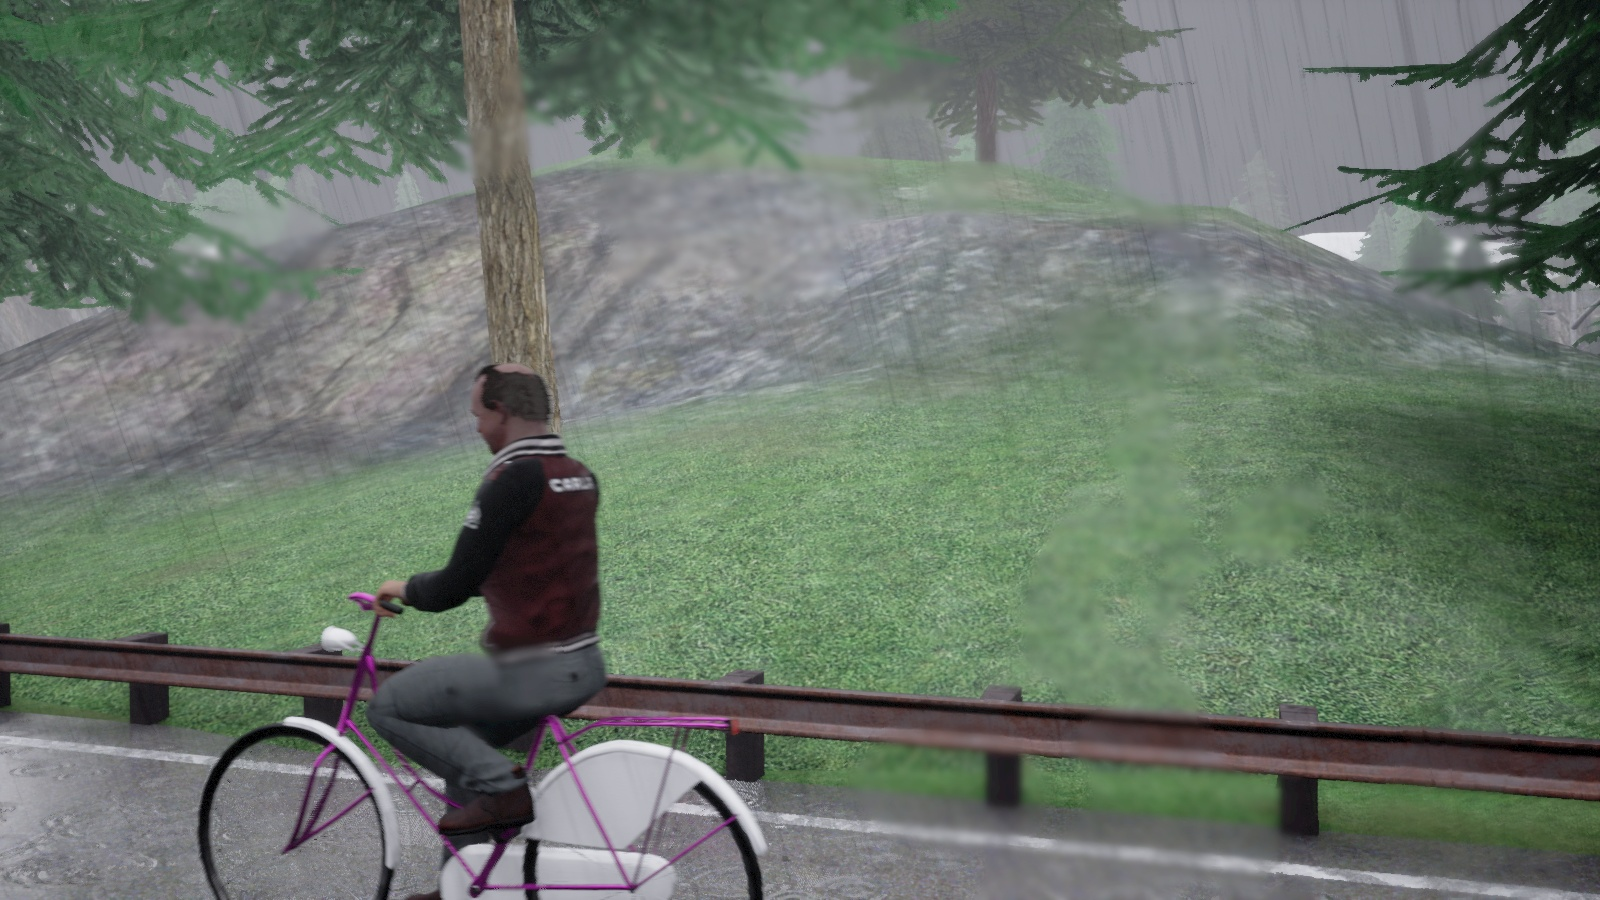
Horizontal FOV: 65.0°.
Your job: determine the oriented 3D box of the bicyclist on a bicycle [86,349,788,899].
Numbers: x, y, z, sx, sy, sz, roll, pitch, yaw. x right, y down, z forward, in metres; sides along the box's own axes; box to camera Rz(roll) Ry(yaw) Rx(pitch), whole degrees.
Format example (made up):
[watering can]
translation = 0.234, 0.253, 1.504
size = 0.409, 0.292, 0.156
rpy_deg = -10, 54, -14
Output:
[bicyclist on a bicycle]
translation = -1.020, 0.637, 3.538
size = 1.843, 1.776, 0.659
rpy_deg = 1, 1, 19
